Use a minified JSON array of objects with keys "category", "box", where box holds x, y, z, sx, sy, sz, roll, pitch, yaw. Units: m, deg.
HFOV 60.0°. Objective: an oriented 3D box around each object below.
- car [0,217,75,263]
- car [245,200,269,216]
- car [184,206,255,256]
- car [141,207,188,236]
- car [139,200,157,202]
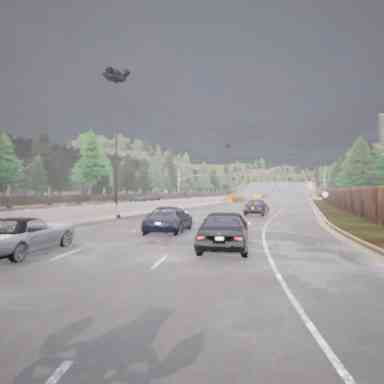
[{"category":"car","box":[-5.968,1.528,11.626,1.895,1.301,4.718,0,0,7]},{"category":"car","box":[5.990,1.451,30.890,2.033,1.411,5.357,0,0,19]},{"category":"car","box":[1.269,1.501,12.910,2.033,1.411,5.357,0,0,9]},{"category":"car","box":[-1.233,1.487,18.083,1.994,1.385,4.181,0,0,12]},{"category":"car","box":[-7.209,1.259,46.954,1.882,1.535,5.008,0,0,19]}]
